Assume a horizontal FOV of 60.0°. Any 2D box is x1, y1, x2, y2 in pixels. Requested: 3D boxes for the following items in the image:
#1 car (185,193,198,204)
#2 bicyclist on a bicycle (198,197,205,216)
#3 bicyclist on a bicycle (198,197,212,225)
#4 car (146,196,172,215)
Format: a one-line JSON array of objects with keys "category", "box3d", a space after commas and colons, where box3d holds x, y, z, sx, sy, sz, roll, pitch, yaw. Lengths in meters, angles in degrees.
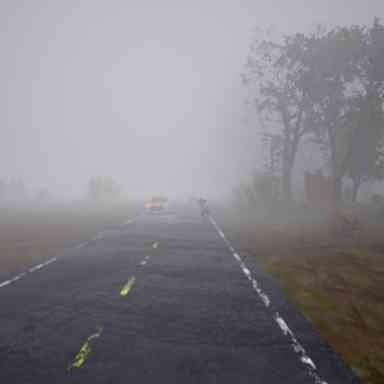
[{"category": "car", "box3d": [0.150, 1.207, 56.961, 1.812, 1.442, 4.674, 0, 0, 0]}, {"category": "bicyclist on a bicycle", "box3d": [0.845, 1.283, 30.014, 0.582, 1.620, 1.656, -1, 0, 0]}, {"category": "bicyclist on a bicycle", "box3d": [0.879, 1.313, 21.750, 0.866, 1.612, 1.509, -1, 0, 0]}, {"category": "car", "box3d": [-3.062, 1.178, 31.250, 2.097, 1.767, 4.553, 0, 0, 0]}]
